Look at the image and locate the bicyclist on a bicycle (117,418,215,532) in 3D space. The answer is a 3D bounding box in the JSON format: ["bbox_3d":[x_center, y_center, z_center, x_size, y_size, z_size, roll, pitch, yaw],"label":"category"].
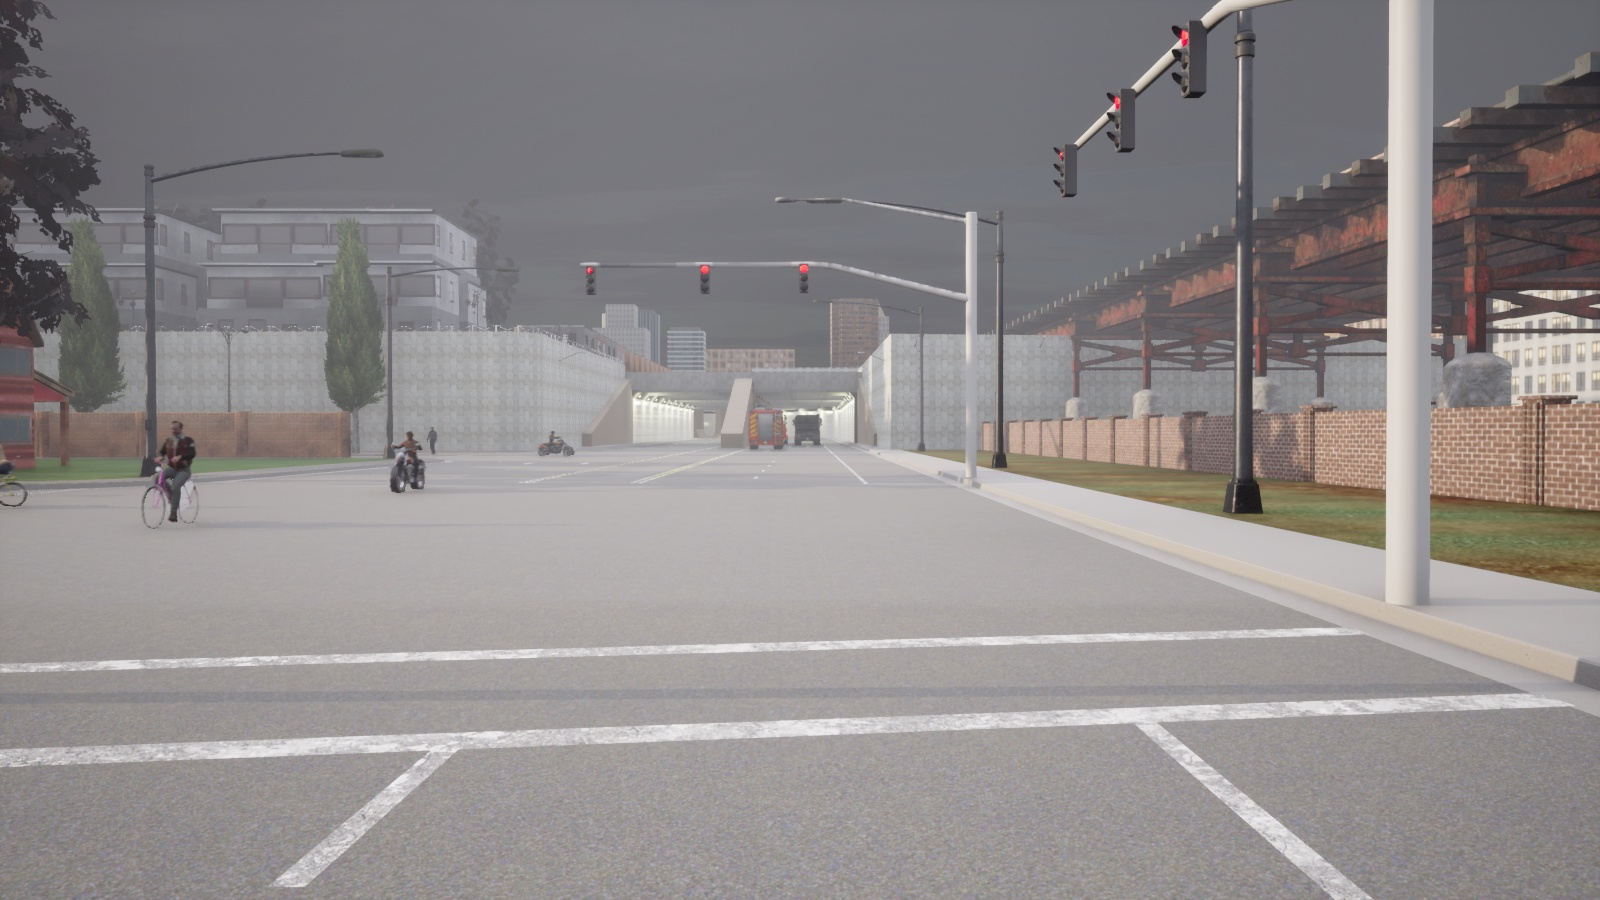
[{"bbox_3d":[-10.366,0.384,20.602,0.659,1.776,1.843,0,1,0],"label":"bicyclist on a bicycle"}]

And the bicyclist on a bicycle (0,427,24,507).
[{"bbox_3d":[-16.838,0.367,25.778,1.509,1.612,0.866,0,-2,-30],"label":"bicyclist on a bicycle"}]

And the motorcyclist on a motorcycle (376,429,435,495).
[{"bbox_3d":[-10.295,0.289,32.859,0.766,1.649,2.350,0,1,0],"label":"motorcyclist on a motorcycle"}]

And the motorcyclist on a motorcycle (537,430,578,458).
[{"bbox_3d":[-14.754,-0.390,76.400,2.350,1.649,0.766,0,2,13],"label":"motorcyclist on a motorcycle"}]
